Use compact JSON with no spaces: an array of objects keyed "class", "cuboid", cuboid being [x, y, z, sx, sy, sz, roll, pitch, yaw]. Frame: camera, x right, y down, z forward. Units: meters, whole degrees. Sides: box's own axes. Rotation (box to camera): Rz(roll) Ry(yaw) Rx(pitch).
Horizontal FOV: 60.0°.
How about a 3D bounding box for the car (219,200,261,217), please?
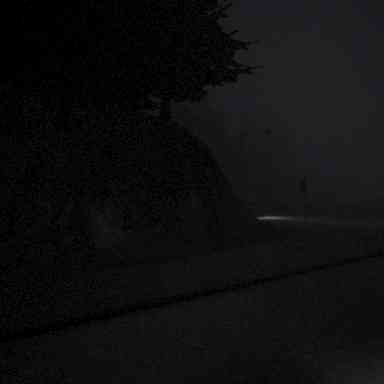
[{"class":"car","cuboid":[4.508,1.538,32.001,1.812,1.442,4.674,0,0,-36]}]
